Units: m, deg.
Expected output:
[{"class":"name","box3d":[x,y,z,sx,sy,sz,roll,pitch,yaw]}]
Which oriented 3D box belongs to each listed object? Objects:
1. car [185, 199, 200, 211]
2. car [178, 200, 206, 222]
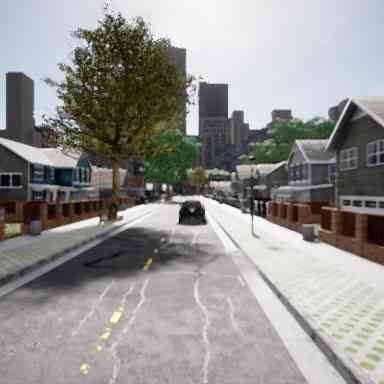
[{"class":"car","box3d":[0.077,1.692,44.353,1.895,1.301,4.718,0,0,0]},{"class":"car","box3d":[0.025,1.406,26.839,2.097,1.767,4.553,0,0,1]}]
